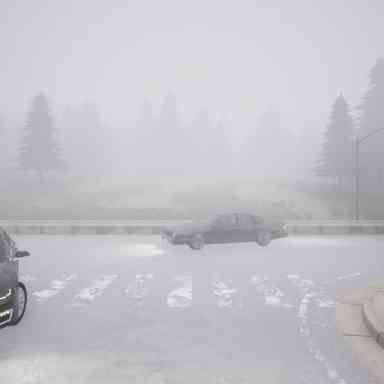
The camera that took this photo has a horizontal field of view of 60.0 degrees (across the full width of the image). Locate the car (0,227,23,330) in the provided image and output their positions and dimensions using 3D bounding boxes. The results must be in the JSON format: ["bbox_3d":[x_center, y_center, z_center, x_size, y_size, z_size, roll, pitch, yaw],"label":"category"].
[{"bbox_3d":[-4.457,1.505,6.571,1.837,1.490,4.892,0,0,-28],"label":"car"}]

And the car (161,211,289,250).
[{"bbox_3d":[1.460,1.547,14.211,5.357,1.411,2.033,0,0,-20],"label":"car"}]

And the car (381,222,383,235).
[{"bbox_3d":[11.239,1.492,15.089,4.902,1.511,2.128,0,0,0],"label":"car"}]
